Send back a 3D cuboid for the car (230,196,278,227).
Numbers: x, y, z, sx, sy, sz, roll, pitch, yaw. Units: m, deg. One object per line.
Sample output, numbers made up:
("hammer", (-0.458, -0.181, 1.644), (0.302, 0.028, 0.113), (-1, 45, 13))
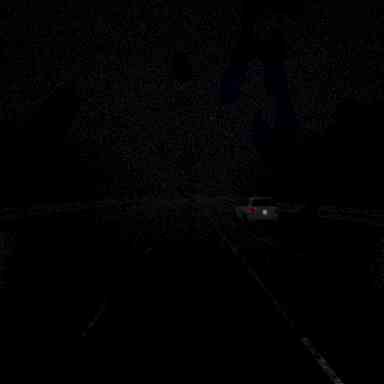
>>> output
("car", (4.565, 1.397, 24.494), (2.150, 2.045, 5.566), (0, 0, -5))
